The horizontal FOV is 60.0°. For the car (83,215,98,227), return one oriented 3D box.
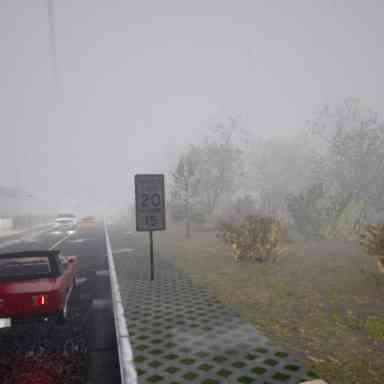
[{"bbox_3d":[-14.315,4.094,47.172,1.837,1.490,4.892,-1,-3,-15],"label":"car"}]

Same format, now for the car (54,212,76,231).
[{"bbox_3d":[-15.473,3.553,40.817,2.150,2.045,5.566,-1,-3,-15],"label":"car"}]

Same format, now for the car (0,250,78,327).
[{"bbox_3d":[-3.718,1.989,7.618,1.895,1.301,4.718,-1,-3,-15],"label":"car"}]

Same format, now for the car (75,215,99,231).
[{"bbox_3d":[-11.579,3.509,37.126,1.882,1.535,5.008,-1,-3,-15],"label":"car"}]
